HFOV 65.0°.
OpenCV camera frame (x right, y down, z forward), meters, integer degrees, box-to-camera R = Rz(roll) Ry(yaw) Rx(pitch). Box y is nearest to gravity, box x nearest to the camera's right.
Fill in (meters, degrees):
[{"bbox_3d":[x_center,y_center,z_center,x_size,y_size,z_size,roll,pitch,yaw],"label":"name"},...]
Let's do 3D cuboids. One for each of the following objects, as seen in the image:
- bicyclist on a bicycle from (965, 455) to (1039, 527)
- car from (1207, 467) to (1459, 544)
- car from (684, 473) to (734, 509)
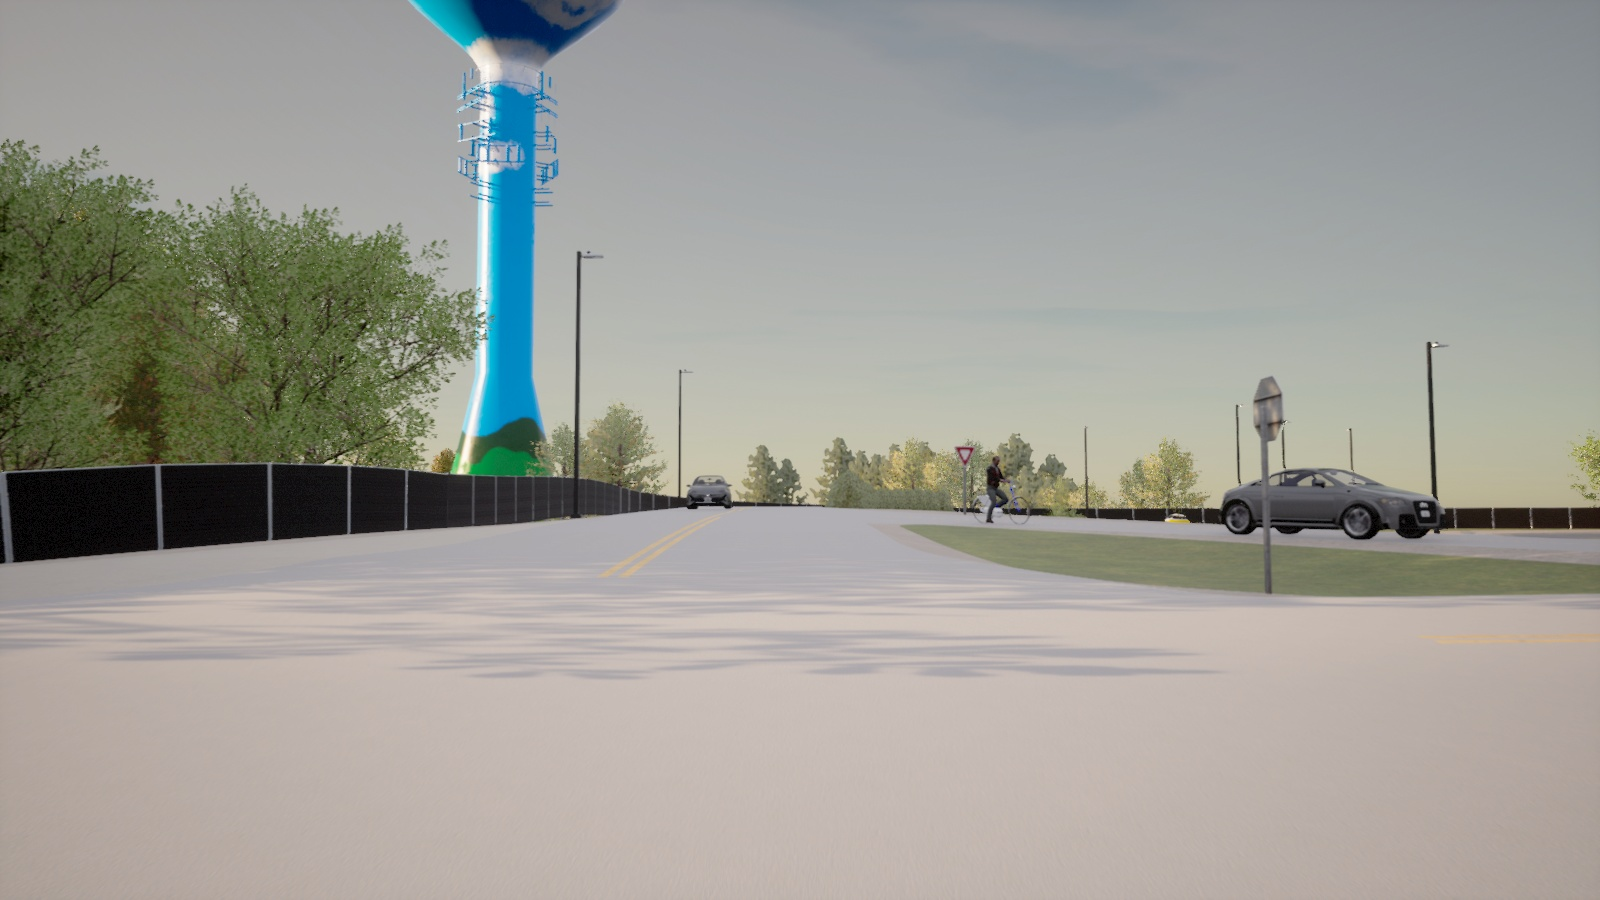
[{"bbox_3d":[5.150,1.043,32.041,0.659,1.776,1.843,3,-3,-43],"label":"bicyclist on a bicycle"},{"bbox_3d":[10.468,1.068,24.923,1.994,1.385,4.181,2,-2,-35],"label":"car"},{"bbox_3d":[-3.996,1.838,55.562,2.007,1.525,4.514,-1,-3,-2],"label":"car"}]
